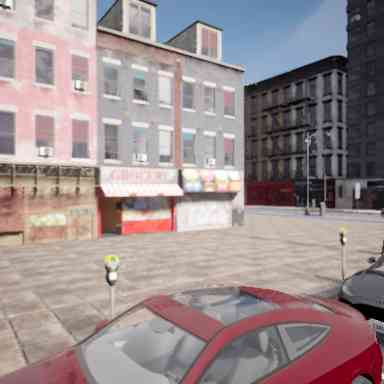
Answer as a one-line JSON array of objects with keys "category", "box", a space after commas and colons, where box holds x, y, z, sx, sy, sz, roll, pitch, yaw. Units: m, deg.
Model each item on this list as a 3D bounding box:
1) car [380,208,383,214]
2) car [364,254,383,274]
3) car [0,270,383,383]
[{"category": "car", "box": [19.036, 1.488, 28.058, 2.033, 1.411, 5.357, 0, 0, -38]}, {"category": "car", "box": [4.457, 1.548, 6.013, 4.313, 1.339, 1.947, 0, 0, -36]}, {"category": "car", "box": [0.027, 1.578, 2.835, 4.206, 1.307, 1.802, 0, 0, -36]}]
